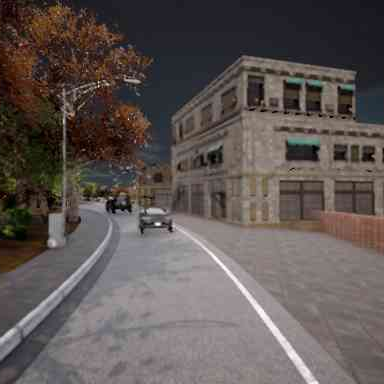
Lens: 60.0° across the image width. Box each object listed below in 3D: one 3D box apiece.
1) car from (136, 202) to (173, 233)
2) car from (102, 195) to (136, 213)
[{"bbox_3d":[-2.321,1.563,20.124,1.812,1.442,4.674,0,0,-12],"label":"car"},{"bbox_3d":[-8.484,1.333,38.360,2.150,2.045,5.566,0,0,-24],"label":"car"}]
